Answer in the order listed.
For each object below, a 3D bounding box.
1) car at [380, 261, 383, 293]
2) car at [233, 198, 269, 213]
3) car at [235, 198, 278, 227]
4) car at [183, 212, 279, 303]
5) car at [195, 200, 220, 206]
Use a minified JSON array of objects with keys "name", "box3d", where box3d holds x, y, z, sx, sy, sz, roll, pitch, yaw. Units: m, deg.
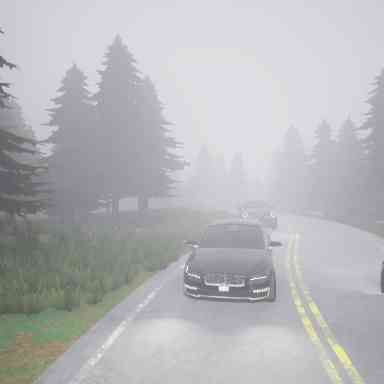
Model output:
[{"name":"car","box3d":[4.499,1.308,4.646,2.097,1.767,4.553,-1,0,8]},{"name":"car","box3d":[6.246,1.410,35.736,1.837,1.490,4.892,2,-1,-15]},{"name":"car","box3d":[3.949,1.268,20.677,2.097,1.767,4.553,-1,0,5]},{"name":"car","box3d":[1.101,1.496,8.420,1.837,1.490,4.892,-1,0,13]},{"name":"car","box3d":[1.974,1.799,44.866,1.812,1.442,4.674,3,-5,-35]}]
